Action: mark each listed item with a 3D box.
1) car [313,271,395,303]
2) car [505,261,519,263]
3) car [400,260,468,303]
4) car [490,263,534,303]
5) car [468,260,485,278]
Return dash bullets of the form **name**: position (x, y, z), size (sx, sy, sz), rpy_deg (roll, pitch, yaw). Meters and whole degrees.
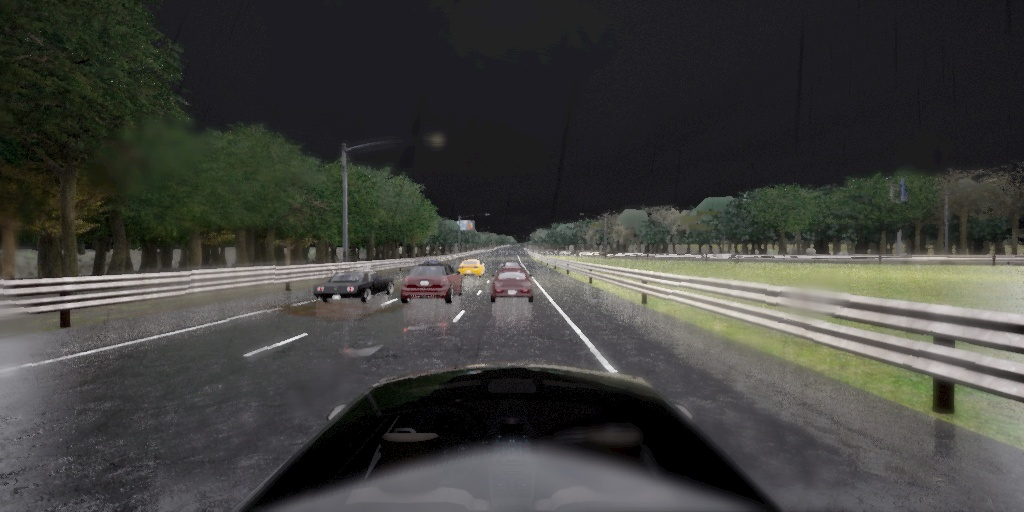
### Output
- **car**: position (-7.000, 1.339, 16.528), size (1.895, 1.301, 4.718), rpy_deg (0, 0, 0)
- **car**: position (-0.001, 1.160, 31.492), size (1.994, 1.385, 4.181), rpy_deg (0, 1, 0)
- **car**: position (-3.500, 1.089, 16.466), size (2.097, 1.767, 4.553), rpy_deg (0, 0, 0)
- **car**: position (0.000, 1.256, 16.497), size (1.812, 1.442, 4.674), rpy_deg (0, 0, 0)
- **car**: position (-3.501, 1.072, 31.491), size (1.882, 1.535, 5.008), rpy_deg (0, 1, 0)
